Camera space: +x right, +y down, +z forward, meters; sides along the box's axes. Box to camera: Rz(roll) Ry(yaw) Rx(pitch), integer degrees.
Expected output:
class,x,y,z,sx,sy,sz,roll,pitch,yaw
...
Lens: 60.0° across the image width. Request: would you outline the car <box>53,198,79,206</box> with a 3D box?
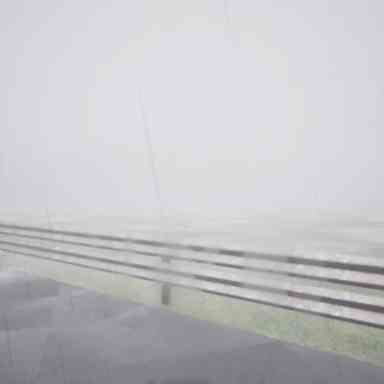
class,x,y,z,sx,sy,sz,roll,pitch,yaw
car,-22.820,1.887,60.535,4.674,1.442,1.812,0,0,2
